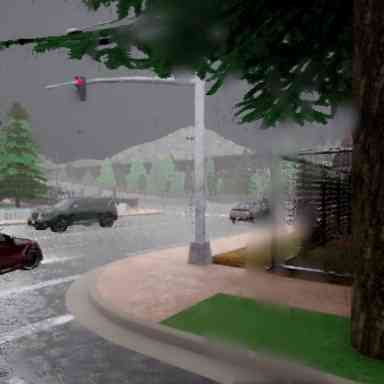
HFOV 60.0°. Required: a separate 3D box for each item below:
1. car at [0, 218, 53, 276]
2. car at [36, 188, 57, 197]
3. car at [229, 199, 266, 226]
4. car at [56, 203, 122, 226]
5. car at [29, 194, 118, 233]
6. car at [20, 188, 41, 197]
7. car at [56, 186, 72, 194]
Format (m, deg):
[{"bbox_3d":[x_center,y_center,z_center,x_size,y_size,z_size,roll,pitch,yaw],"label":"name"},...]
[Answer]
[{"bbox_3d":[-5.845,1.633,8.748,1.994,1.385,4.181,-1,0,8],"label":"car"},{"bbox_3d":[-31.363,0.084,71.612,4.892,1.490,1.837,8,5,35],"label":"car"},{"bbox_3d":[4.554,1.549,24.273,2.128,1.511,4.902,0,0,37],"label":"car"},{"bbox_3d":[-7.806,1.623,25.640,1.812,1.442,4.674,0,0,37],"label":"car"},{"bbox_3d":[-7.170,1.310,20.701,2.150,2.045,5.566,0,0,37],"label":"car"},{"bbox_3d":[-33.404,0.138,68.769,4.181,1.385,1.994,8,5,35],"label":"car"},{"bbox_3d":[-29.277,-0.188,74.423,5.566,2.045,2.150,8,5,35],"label":"car"}]
